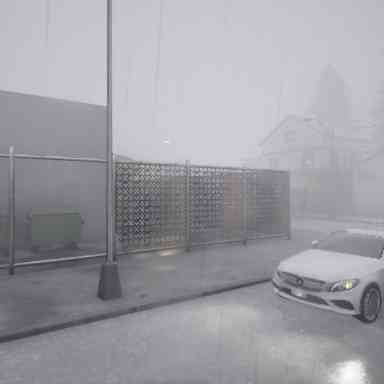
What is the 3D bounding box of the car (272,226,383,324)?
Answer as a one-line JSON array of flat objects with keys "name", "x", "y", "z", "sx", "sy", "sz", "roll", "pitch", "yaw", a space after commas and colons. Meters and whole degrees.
[{"name": "car", "x": 3.797, "y": 1.526, "z": 7.274, "sx": 4.674, "sy": 1.442, "sz": 1.812, "roll": 0, "pitch": 0, "yaw": -36}]
